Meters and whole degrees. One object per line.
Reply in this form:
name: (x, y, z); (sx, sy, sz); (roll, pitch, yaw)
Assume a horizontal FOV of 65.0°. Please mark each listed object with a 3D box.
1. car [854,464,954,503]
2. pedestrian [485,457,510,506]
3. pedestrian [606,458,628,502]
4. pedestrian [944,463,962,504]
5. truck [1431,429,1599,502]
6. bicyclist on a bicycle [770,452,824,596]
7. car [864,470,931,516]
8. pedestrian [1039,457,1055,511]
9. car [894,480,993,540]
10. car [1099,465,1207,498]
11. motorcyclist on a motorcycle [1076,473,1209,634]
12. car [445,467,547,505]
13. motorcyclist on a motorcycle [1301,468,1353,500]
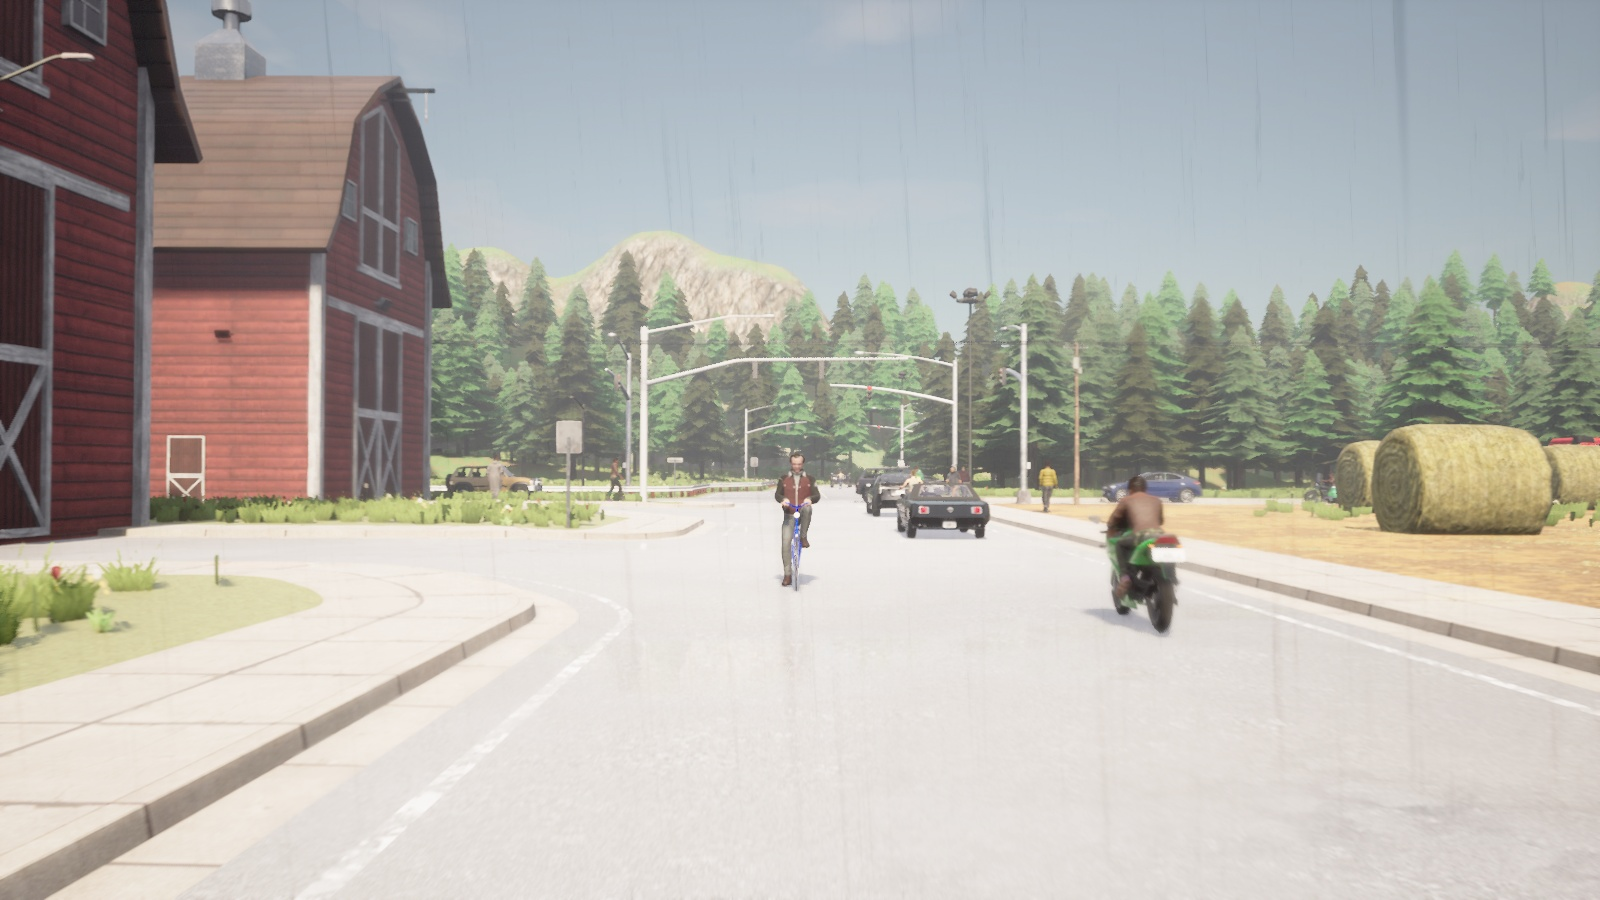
car: (5.198, 1.673, 62.767); (4.605, 1.855, 1.932); (-1, 0, 29)
pedestrian: (-12.126, 1.262, 50.290); (0.659, 1.952, 0.873); (0, -1, 12)
pedestrian: (-7.589, 1.256, 51.955); (0.869, 1.805, 0.328); (0, -1, -13)
pedestrian: (7.127, 1.549, 58.325); (0.540, 1.848, 0.694); (-1, -1, 37)
truck: (35.645, 0.748, 61.577); (7.936, 3.462, 2.891); (0, -1, 1)
bicyclist on a bicycle: (-0.038, 0.930, 16.360); (0.659, 1.776, 1.843); (0, -1, 0)
car: (3.393, 1.492, 44.644); (2.007, 1.525, 4.514); (0, -1, 0)
pedestrian: (8.555, 1.168, 43.523); (0.431, 1.840, 0.709); (0, -1, 5)
car: (3.424, 1.418, 30.864); (1.895, 1.301, 4.718); (0, -1, 0)
car: (18.304, 1.641, 65.334); (5.027, 1.651, 2.152); (0, -1, 1)
motorcyclist on a motorcycle: (3.468, 0.999, 12.921); (0.797, 1.523, 2.044); (0, -1, 0)
car: (-15.059, 1.762, 62.356); (4.605, 1.855, 1.932); (0, -1, 1)
motorcyclist on a motorcycle: (27.344, 1.774, 65.191); (2.350, 1.649, 0.766); (0, -1, 1)
